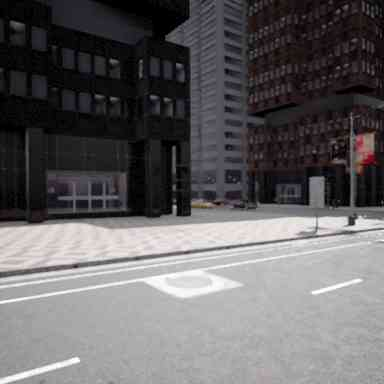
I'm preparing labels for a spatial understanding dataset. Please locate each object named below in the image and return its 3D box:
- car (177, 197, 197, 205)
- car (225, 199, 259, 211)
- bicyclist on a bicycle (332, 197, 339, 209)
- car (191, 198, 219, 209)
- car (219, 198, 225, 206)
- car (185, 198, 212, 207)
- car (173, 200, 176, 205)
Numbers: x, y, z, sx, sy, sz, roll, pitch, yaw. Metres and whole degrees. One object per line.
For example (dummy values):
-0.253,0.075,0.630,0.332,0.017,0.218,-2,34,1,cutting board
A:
-1.141,1.870,69.272,1.752,1.417,4.829,-1,0,-35,car
7.324,1.815,47.305,1.837,1.490,4.892,-1,0,-35,car
19.511,1.502,45.230,1.656,1.620,0.582,-1,0,-35,bicyclist on a bicycle
1.554,1.882,50.798,1.752,1.417,4.829,-1,0,-35,car
5.254,1.846,60.296,1.887,1.381,4.507,-1,0,-35,car
1.130,1.886,61.364,2.033,1.411,5.357,-1,0,-35,car
-4.407,1.958,63.929,1.994,1.385,4.181,-1,0,-36,car
